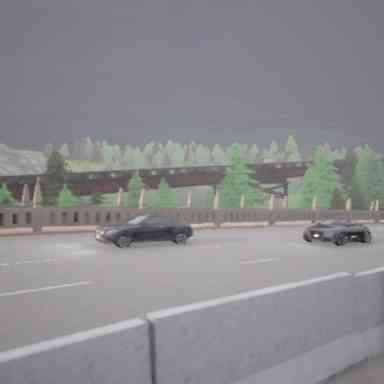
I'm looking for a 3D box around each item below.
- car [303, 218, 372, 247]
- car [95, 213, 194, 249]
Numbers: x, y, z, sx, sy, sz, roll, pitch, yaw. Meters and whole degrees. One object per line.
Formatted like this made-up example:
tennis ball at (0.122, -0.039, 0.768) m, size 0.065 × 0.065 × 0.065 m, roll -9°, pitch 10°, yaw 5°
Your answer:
car at (8.032, 2.143, 18.311) m, size 4.181 × 1.385 × 1.994 m, roll 3°, pitch -2°, yaw -35°
car at (-2.068, 1.707, 15.412) m, size 4.674 × 1.442 × 1.812 m, roll 3°, pitch -2°, yaw -35°
